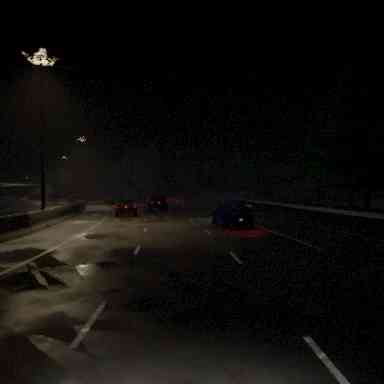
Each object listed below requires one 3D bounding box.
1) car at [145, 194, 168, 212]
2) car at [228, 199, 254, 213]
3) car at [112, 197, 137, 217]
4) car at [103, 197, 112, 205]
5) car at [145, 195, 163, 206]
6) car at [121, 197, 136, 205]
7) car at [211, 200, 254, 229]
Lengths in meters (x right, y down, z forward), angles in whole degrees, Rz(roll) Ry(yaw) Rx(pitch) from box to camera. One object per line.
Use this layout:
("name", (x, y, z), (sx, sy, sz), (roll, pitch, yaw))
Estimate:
("car", (-4.358, 1.298, 40.083), (2.150, 2.045, 5.566), (0, 0, -14))
("car", (5.323, 1.528, 36.791), (1.895, 1.301, 4.718), (-1, 0, -3))
("car", (-6.676, 1.461, 33.561), (2.097, 1.767, 4.553), (-1, 0, -12))
("car", (-15.919, 1.750, 64.079), (2.128, 1.511, 4.902), (-1, 0, -23))
("car", (-6.910, 1.471, 60.429), (2.097, 1.767, 4.553), (-1, 0, -21))
("car", (-12.385, 1.730, 64.710), (1.812, 1.442, 4.674), (-1, 0, -23))
("car", (2.493, 1.444, 21.586), (1.882, 1.535, 5.008), (0, 0, -8))
